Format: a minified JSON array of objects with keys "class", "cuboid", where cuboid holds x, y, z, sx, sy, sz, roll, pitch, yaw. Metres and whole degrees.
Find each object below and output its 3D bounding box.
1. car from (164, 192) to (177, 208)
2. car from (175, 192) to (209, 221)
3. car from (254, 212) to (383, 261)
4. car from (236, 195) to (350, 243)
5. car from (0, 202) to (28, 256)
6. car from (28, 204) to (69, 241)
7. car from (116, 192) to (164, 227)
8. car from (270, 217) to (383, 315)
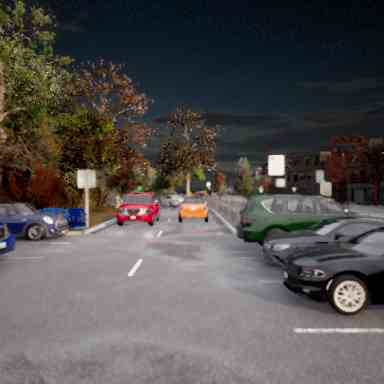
[{"class":"car","cuboid":[-2.402,1.137,41.146,1.812,1.442,4.674,0,1,-29]},{"class":"car","cuboid":[0.099,1.144,24.789,2.097,1.767,4.553,0,1,0]},{"class":"car","cuboid":[4.418,1.448,9.656,4.674,1.452,2.002,0,0,0]},{"class":"car","cuboid":[4.443,1.134,12.478,5.566,2.045,2.435,0,0,0]},{"class":"car","cuboid":[-8.130,1.159,9.441,5.566,2.045,2.435,0,0,0]},{"class":"car","cuboid":[-8.095,1.229,15.222,4.553,1.767,2.185,0,0,0]},{"class":"car","cuboid":[-3.332,1.043,21.635,2.150,2.045,5.566,0,1,0]},{"class":"car","cuboid":[4.420,1.431,6.828,5.008,1.535,2.097,0,0,0]}]
